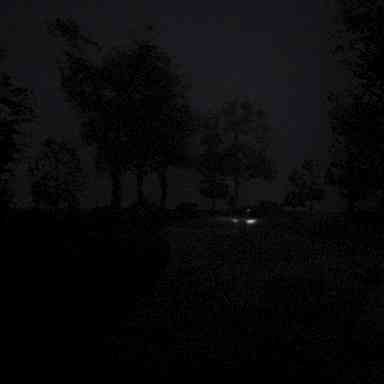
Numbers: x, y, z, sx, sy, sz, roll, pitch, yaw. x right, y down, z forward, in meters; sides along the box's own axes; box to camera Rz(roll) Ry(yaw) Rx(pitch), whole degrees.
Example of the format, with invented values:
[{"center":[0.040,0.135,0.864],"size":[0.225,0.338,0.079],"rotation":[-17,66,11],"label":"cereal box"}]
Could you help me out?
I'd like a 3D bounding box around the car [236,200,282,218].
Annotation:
[{"center":[6.064,1.471,29.966],"size":[5.008,1.535,1.882],"rotation":[0,-1,-39],"label":"car"}]
